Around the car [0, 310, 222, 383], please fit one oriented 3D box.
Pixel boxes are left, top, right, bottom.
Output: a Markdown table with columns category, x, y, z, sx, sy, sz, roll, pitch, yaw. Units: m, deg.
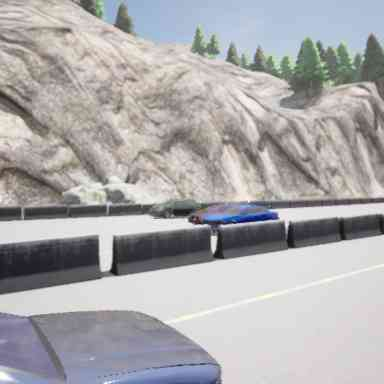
| category | x | y | z | sx | sy | sz | roll | pitch | yaw |
| --- | --- | --- | --- | --- | --- | --- | --- | --- | --- |
| car | -2.265 | 1.547 | 2.132 | 5.357 | 1.411 | 2.033 | 0 | 0 | -35 |

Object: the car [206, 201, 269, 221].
| category | x | y | z | sx | sy | sz | roll | pitch | yaw |
| --- | --- | --- | --- | --- | --- | --- | --- | --- | --- |
| car | 3.934 | 1.544 | 28.235 | 5.357 | 1.411 | 2.033 | 0 | 0 | -35 |

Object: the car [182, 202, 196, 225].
| category | x | y | z | sx | sy | sz | roll | pitch | yaw |
| --- | --- | --- | --- | --- | --- | --- | --- | --- | --- |
| car | 1.808 | 1.561 | 22.451 | 4.181 | 1.385 | 1.994 | 0 | 0 | -35 |

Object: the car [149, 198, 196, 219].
| category | x | y | z | sx | sy | sz | roll | pitch | yaw |
| --- | --- | --- | --- | --- | --- | --- | --- | --- | --- |
| car | -1.429 | 1.349 | 28.734 | 4.553 | 1.767 | 2.097 | 0 | 0 | -35 |

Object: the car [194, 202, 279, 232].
| category | x | y | z | sx | sy | sz | roll | pitch | yaw |
| --- | --- | --- | --- | --- | --- | --- | --- | --- | --- |
| car | 2.814 | 1.475 | 18.874 | 5.008 | 1.535 | 1.882 | 0 | 0 | -35 |
